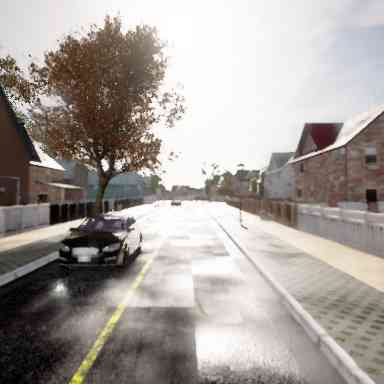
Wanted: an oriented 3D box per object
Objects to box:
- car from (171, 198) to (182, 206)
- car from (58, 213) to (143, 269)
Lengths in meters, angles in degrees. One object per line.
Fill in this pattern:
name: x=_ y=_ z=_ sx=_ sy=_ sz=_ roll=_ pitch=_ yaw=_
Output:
car: x=-2.735 y=1.790 z=59.222 sx=2.033 sy=1.411 sz=5.357 roll=0 pitch=0 yaw=0
car: x=-2.848 y=1.501 z=11.242 sx=2.128 sy=1.511 sz=4.902 roll=0 pitch=0 yaw=0
